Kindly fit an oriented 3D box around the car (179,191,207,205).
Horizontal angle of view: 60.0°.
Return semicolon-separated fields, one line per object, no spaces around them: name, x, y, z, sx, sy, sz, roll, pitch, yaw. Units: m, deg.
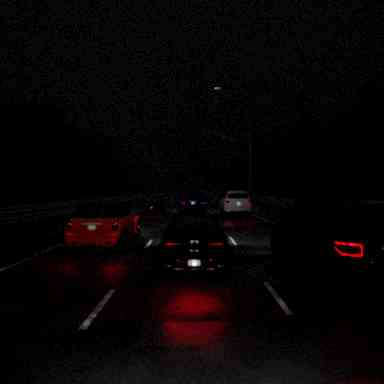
car;0.087;0.926;28.231;2.150;2.045;5.566;0;0;0

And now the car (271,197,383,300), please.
car;3.562;1.132;8.294;2.150;2.045;5.566;0;1;0

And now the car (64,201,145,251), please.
car;-3.418;1.207;13.490;2.097;1.767;4.553;0;1;0

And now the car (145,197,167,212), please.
car;-3.411;1.160;30.677;1.882;1.535;5.008;0;1;0

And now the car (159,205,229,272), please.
car;0.070;1.394;10.314;1.837;1.490;4.892;0;1;0

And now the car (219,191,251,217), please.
car;3.584;0.927;28.112;2.150;2.045;5.566;0;0;0
